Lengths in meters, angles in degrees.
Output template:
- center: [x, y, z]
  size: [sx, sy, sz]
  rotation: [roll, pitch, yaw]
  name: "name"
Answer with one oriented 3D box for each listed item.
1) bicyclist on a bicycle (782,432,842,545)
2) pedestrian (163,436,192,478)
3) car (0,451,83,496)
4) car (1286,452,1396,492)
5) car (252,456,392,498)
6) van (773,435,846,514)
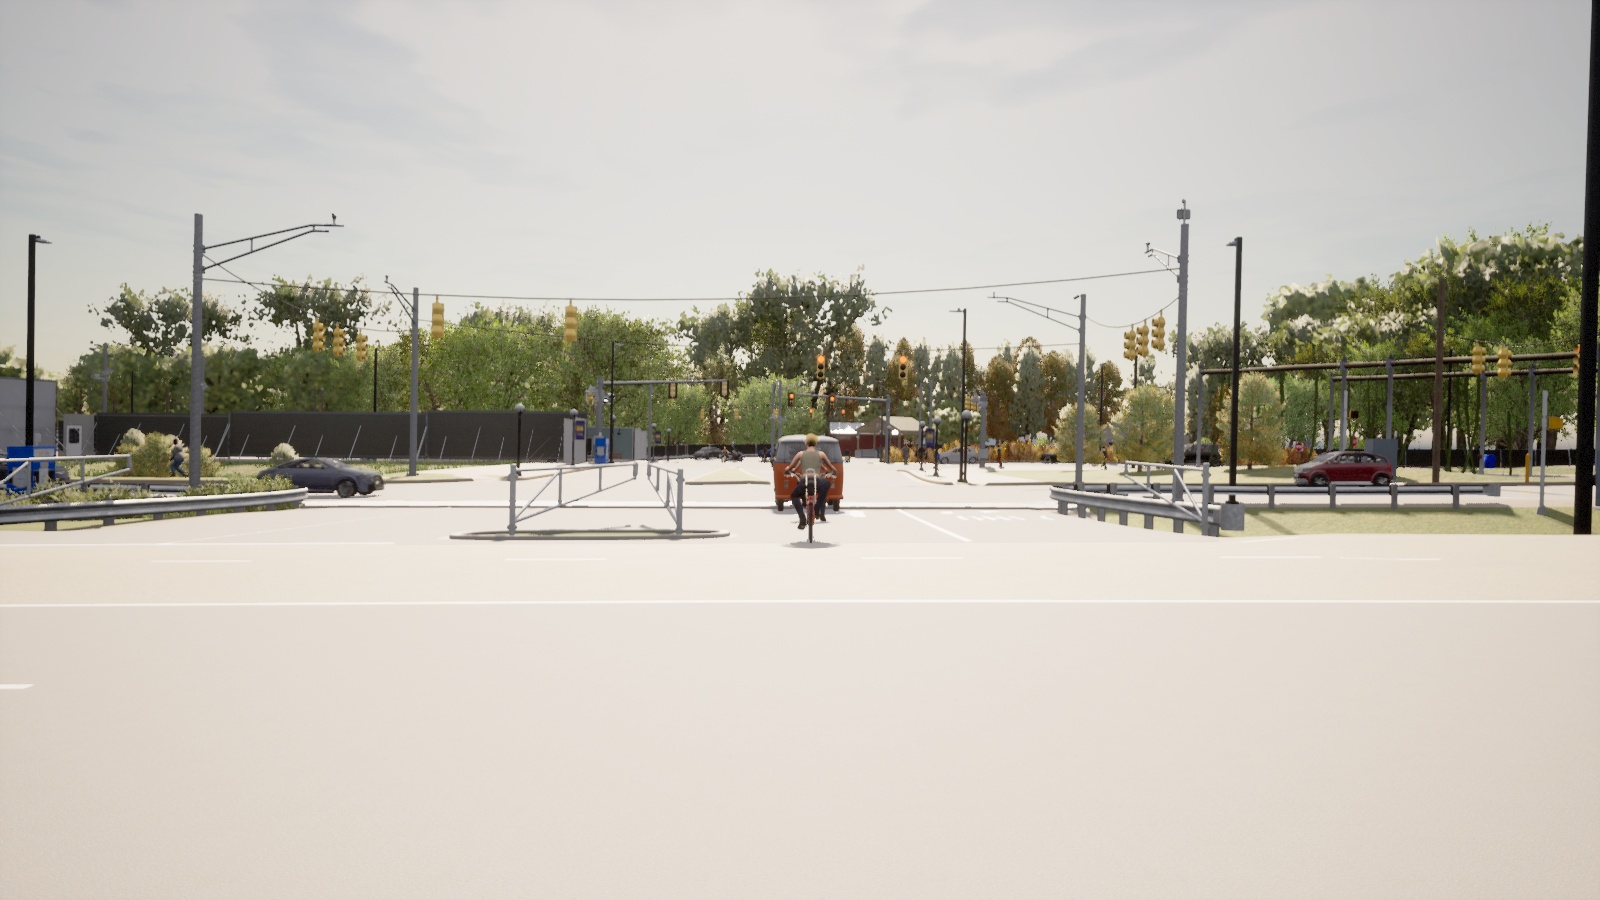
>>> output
- center: [0.179, 0.571, 18.770]
  size: [0.866, 1.612, 1.509]
  rotation: [0, -2, 0]
  name: "bicyclist on a bicycle"
- center: [-28.487, 0.308, 57.484]
  size: [0.900, 1.855, 0.874]
  rotation: [1, 1, -1]
  name: "pedestrian"
- center: [-27.726, 0.817, 44.446]
  size: [3.633, 1.501, 1.845]
  rotation: [0, 1, 1]
  name: "car"
- center: [22.001, 0.881, 51.143]
  size: [3.705, 1.549, 1.789]
  rotation: [0, 1, 0]
  name: "car"
- center: [-16.794, 0.943, 44.284]
  size: [4.181, 1.385, 1.994]
  rotation: [0, 1, 1]
  name: "car"
- center: [0.191, 0.594, 34.028]
  size: [1.775, 1.987, 4.442]
  rotation: [0, 1, -2]
  name: "van"
